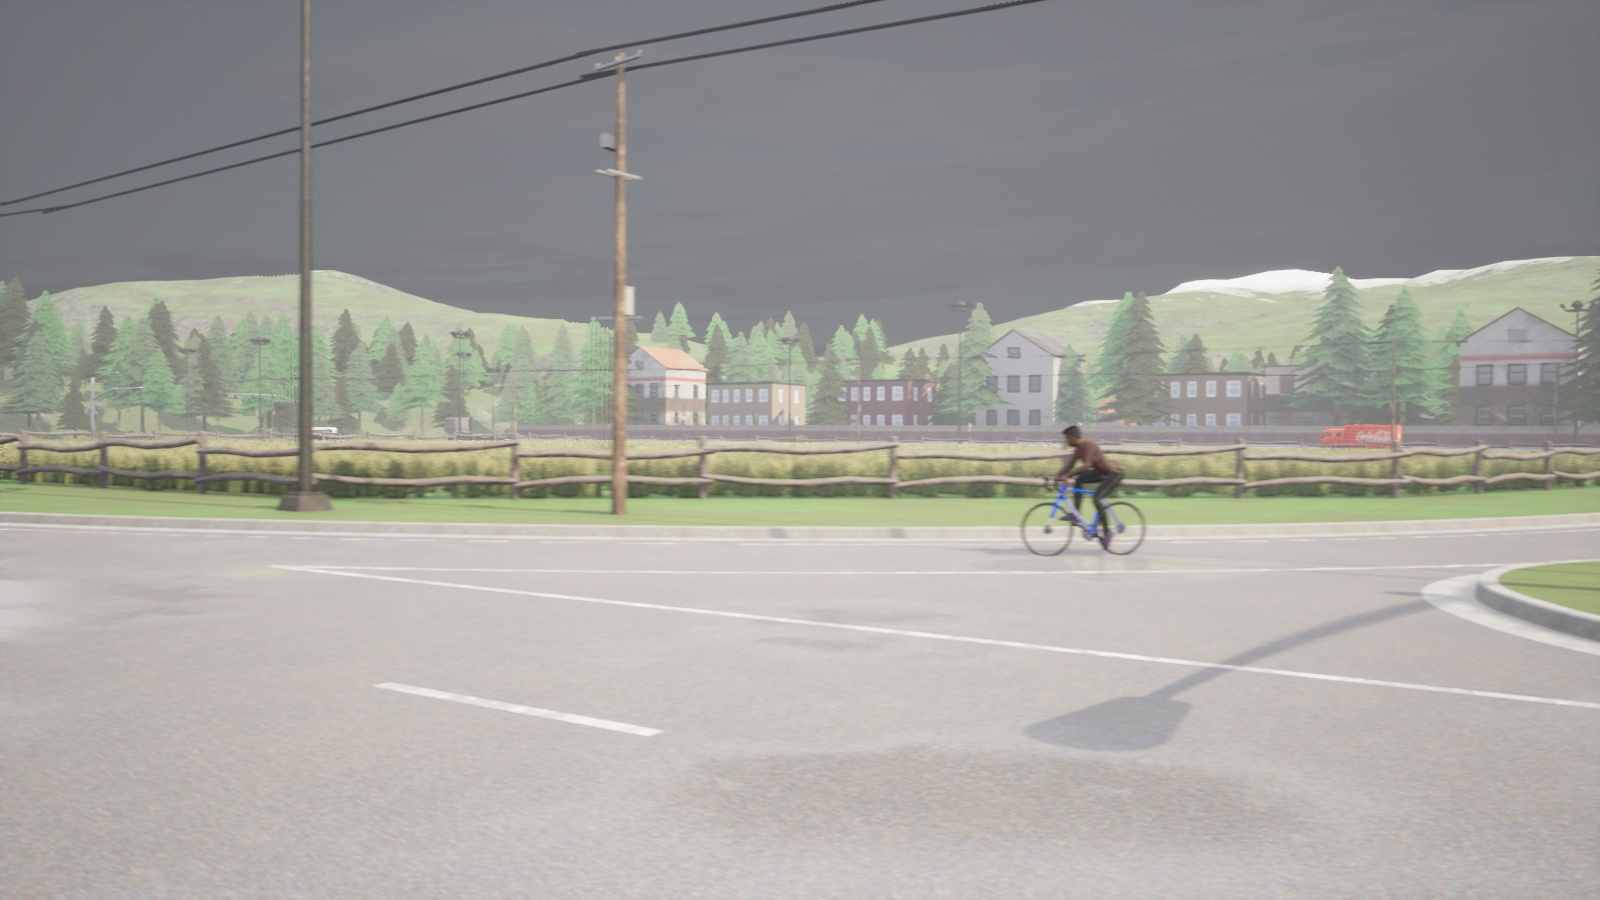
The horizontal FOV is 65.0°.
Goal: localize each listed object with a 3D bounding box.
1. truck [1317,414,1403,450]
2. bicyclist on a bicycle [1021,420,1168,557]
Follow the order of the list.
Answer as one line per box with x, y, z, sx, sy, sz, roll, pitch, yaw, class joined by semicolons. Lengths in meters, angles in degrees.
39.595;-1.280;88.851;5.204;2.467;2.627;0;1;34;truck
3.628;0.456;15.504;1.656;1.620;0.582;-1;1;-11;bicyclist on a bicycle
